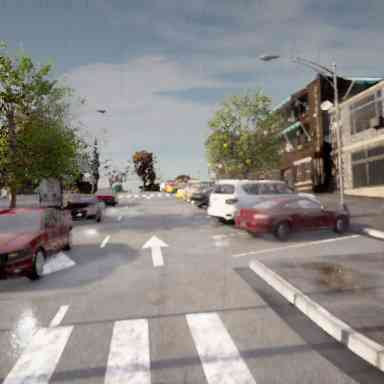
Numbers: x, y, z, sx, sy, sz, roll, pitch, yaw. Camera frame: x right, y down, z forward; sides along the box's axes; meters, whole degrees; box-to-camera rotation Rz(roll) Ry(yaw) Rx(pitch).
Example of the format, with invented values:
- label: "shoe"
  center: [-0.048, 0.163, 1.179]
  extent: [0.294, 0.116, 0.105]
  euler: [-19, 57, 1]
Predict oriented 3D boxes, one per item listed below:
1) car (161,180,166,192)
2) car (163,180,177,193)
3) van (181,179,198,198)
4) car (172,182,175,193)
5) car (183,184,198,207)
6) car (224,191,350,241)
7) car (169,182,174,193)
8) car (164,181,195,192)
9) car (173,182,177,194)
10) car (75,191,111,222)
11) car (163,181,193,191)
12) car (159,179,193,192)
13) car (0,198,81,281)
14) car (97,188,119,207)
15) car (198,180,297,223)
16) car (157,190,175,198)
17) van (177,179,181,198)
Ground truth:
- label: "car"
  center: [-1.562, -0.953, 51.388]
  extent: [5.566, 2.045, 2.435]
  euler: [-2, 3, -28]
- label: "car"
  center: [-0.934, -0.595, 48.510]
  extent: [5.366, 1.575, 1.946]
  euler: [-2, 2, -28]
- label: "van"
  center: [1.689, 0.016, 27.409]
  extent: [4.442, 1.987, 1.878]
  euler: [-2, 3, -27]
- label: "car"
  center: [0.589, -0.077, 36.467]
  extent: [4.674, 1.452, 2.002]
  euler: [-2, 3, -28]
- label: "car"
  center: [2.187, 0.357, 24.483]
  extent: [4.892, 1.521, 2.231]
  euler: [-2, 2, -27]
- label: "car"
  center: [3.810, 0.867, 12.517]
  extent: [4.674, 1.452, 2.002]
  euler: [-2, 2, -28]
- label: "car"
  center: [0.167, -0.195, 39.464]
  extent: [4.674, 1.452, 2.002]
  euler: [-2, 2, -28]
- label: "car"
  center: [-2.019, -0.945, 54.407]
  extent: [4.553, 1.767, 2.185]
  euler: [-2, 2, -29]
- label: "car"
  center: [1.151, -0.008, 33.557]
  extent: [5.366, 1.575, 1.946]
  euler: [-2, 2, -28]
- label: "car"
  center: [-6.038, 0.900, 18.966]
  extent: [1.994, 1.385, 4.181]
  euler: [-2, 3, -8]
- label: "car"
  center: [-2.423, -1.025, 57.404]
  extent: [4.553, 1.767, 2.185]
  euler: [-1, 0, -29]
- label: "car"
  center: [-2.923, -1.144, 60.312]
  extent: [5.566, 2.045, 2.435]
  euler: [0, -3, -28]
- label: "car"
  center: [-4.645, 1.197, 9.168]
  extent: [1.882, 1.535, 5.008]
  euler: [-2, 3, -7]
- label: "car"
  center: [-7.470, 0.426, 28.874]
  extent: [1.882, 1.535, 5.008]
  euler: [-2, 3, -8]
- label: "car"
  center: [3.419, 0.457, 15.512]
  extent: [5.566, 2.045, 2.435]
  euler: [-2, 2, -27]
- label: "car"
  center: [-6.126, 0.551, 78.622]
  extent: [1.837, 1.490, 4.892]
  euler: [-4, -5, 30]
- label: "van"
  center: [1.284, -0.103, 30.408]
  extent: [4.442, 1.987, 1.878]
  euler: [-2, 3, -27]
